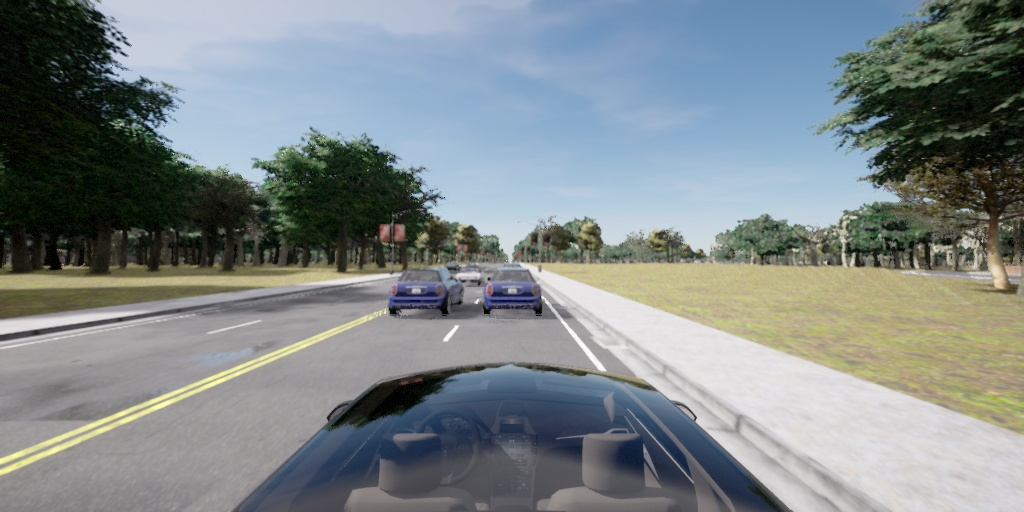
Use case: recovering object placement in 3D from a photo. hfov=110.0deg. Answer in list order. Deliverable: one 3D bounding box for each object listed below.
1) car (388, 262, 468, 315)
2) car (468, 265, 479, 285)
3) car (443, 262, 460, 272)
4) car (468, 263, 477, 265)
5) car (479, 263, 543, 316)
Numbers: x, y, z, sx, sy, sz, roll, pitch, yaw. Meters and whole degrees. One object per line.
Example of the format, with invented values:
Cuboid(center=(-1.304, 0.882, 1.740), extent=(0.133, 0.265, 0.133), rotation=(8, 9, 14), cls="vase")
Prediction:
Cuboid(center=(-3.210, 1.220, 14.235), extent=(2.097, 1.767, 4.553), rotation=(0, -1, 0), cls="car")
Cuboid(center=(-3.225, 1.602, 28.662), extent=(1.895, 1.301, 4.718), rotation=(0, 0, 1), cls="car")
Cuboid(center=(-9.830, 1.746, 58.807), extent=(1.882, 1.535, 5.008), rotation=(0, 0, 0), cls="car")
Cuboid(center=(-6.582, 1.834, 58.883), extent=(1.994, 1.385, 4.181), rotation=(0, 0, 0), cls="car")
Cuboid(center=(0.039, 1.220, 14.233), extent=(2.097, 1.767, 4.553), rotation=(0, -1, 1), cls="car")
